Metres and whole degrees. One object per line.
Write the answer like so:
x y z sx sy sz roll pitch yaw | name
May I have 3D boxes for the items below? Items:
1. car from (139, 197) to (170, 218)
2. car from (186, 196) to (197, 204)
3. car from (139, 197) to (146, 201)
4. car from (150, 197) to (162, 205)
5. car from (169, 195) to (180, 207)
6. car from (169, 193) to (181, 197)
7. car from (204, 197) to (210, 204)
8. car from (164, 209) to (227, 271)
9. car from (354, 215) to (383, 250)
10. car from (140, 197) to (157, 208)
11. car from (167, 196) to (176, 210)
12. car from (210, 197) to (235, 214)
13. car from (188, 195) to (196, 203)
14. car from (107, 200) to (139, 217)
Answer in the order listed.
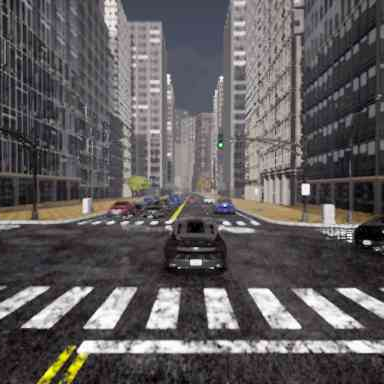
-3.342 1.540 30.743 1.837 1.490 4.892 0 0 0 | car
-0.004 1.581 62.663 1.812 1.442 4.674 0 0 0 | car
-6.581 1.643 40.610 1.895 1.301 4.718 0 0 0 | car
-6.504 1.580 60.387 1.812 1.442 4.674 0 0 0 | car
-3.277 1.574 49.904 1.812 1.442 4.674 0 0 0 | car
-3.254 1.276 60.356 2.150 2.045 5.566 0 0 0 | car
3.252 1.657 64.026 1.895 1.301 4.718 0 0 0 | car
0.110 1.603 11.424 1.837 1.490 4.892 1 1 0 | car
8.782 1.647 13.401 4.892 1.490 1.837 0 -3 -23 | car
-6.522 1.526 50.116 1.882 1.535 5.008 0 0 0 | car
-3.336 1.547 40.083 1.837 1.490 4.892 0 0 0 | car
3.349 1.391 35.808 2.097 1.767 4.553 0 0 0 | car
-0.004 1.536 72.657 1.882 1.535 5.008 0 0 0 | car
-6.590 1.561 31.507 1.812 1.442 4.674 0 0 2 | car
